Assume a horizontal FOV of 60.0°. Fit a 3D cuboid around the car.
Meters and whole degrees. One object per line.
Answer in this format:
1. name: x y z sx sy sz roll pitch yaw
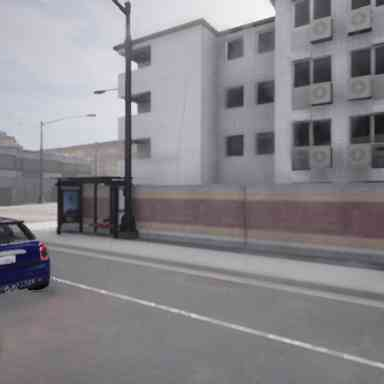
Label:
1. car: -5.316 1.324 7.660 4.553 1.767 2.097 0 0 35
